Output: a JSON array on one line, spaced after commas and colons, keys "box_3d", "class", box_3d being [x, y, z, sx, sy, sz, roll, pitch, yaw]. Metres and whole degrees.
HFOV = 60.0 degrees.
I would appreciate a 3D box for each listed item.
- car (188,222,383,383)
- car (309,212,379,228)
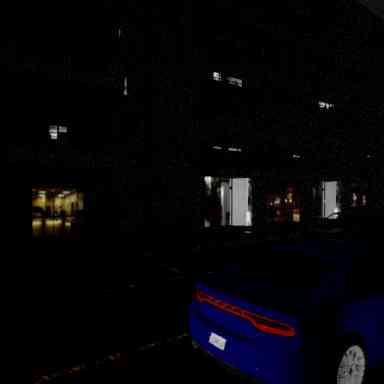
[{"box_3d": [2.293, 1.478, 5.069, 5.008, 1.535, 1.882, 0, 0, -35], "class": "car"}, {"box_3d": [7.172, 1.583, 15.538, 4.206, 1.307, 1.802, 0, 0, -35], "class": "car"}]
